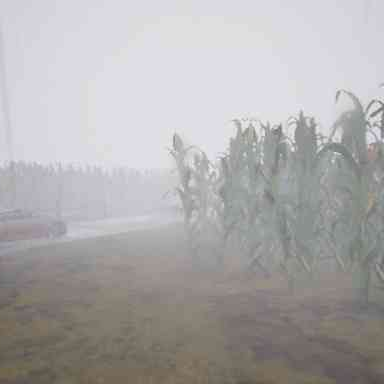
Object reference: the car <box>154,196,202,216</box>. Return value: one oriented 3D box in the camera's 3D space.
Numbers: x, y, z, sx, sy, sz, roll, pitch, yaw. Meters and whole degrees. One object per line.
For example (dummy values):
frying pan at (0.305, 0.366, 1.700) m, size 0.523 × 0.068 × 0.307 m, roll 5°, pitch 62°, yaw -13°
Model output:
car at (-1.107, 1.094, 27.904) m, size 1.882 × 1.535 × 5.008 m, roll 0°, pitch 1°, yaw 36°

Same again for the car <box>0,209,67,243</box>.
car at (-7.498, 1.405, 14.066) m, size 1.994 × 1.385 × 4.181 m, roll 0°, pitch 1°, yaw 36°
